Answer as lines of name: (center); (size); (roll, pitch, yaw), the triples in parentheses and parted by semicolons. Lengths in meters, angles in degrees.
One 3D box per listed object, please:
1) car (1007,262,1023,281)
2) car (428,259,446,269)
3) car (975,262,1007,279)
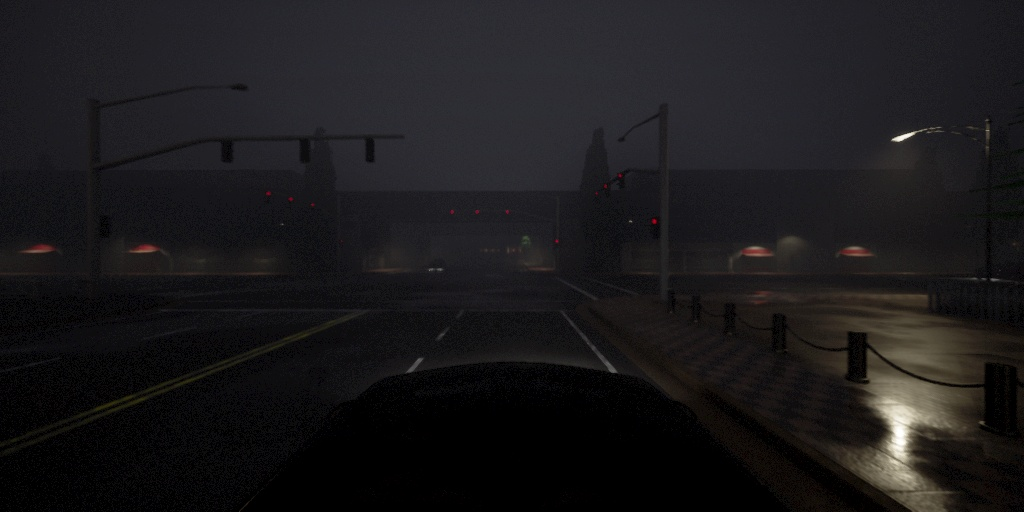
car: (40.788, 1.139, 26.616); (5.008, 1.535, 1.882); (0, 0, 1)
car: (-11.092, 1.118, 53.623); (2.033, 1.411, 5.357); (0, 0, 0)
car: (41.861, 1.213, 30.107); (4.181, 1.385, 1.994); (0, 0, 1)
